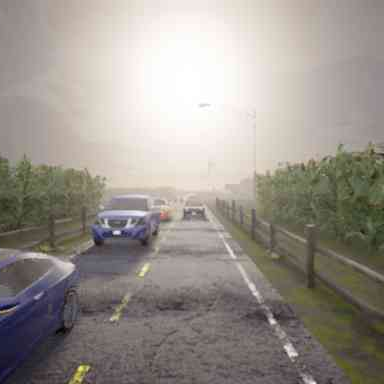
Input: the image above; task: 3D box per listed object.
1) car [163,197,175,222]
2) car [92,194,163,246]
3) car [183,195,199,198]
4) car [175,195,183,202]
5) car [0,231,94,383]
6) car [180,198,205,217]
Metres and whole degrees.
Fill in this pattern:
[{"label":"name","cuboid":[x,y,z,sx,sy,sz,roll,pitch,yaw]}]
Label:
[{"label":"car","cuboid":[-2.705,1.234,25.360,2.097,1.767,4.553,0,0,1]},{"label":"car","cuboid":[-2.788,1.146,15.189,2.150,2.045,5.566,0,0,0]},{"label":"car","cuboid":[0.257,1.163,45.908,2.097,1.767,4.553,0,0,1]},{"label":"car","cuboid":[-2.518,1.248,64.419,2.128,1.511,4.902,0,0,1]},{"label":"car","cuboid":[-2.834,1.502,4.005,1.812,1.442,4.674,0,0,0]},{"label":"car","cuboid":[0.179,1.470,29.712,1.895,1.301,4.718,0,0,1]}]
